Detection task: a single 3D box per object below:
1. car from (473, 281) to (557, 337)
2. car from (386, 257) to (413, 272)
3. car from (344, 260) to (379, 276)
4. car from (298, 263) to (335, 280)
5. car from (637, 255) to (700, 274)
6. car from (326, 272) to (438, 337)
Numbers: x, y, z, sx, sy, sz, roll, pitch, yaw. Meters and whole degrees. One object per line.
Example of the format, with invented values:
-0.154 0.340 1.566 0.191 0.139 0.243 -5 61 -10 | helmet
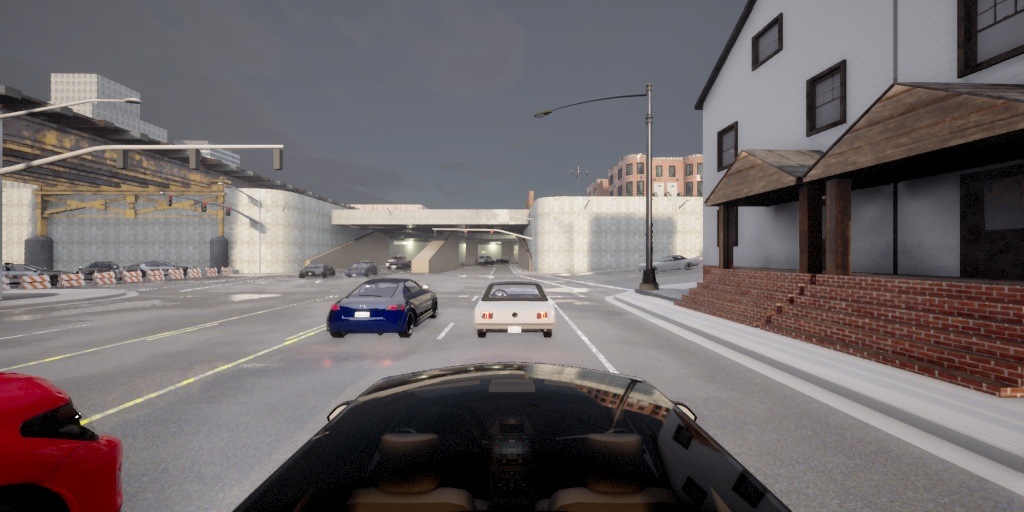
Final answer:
0.072 1.351 10.197 1.895 1.301 4.718 0 0 0 | car
-14.859 1.241 47.164 2.128 1.511 4.902 0 0 -1 | car
-14.120 1.298 34.074 2.033 1.411 5.357 0 0 -6 | car
-17.170 1.314 31.669 1.994 1.385 4.181 0 0 -12 | car
13.060 0.665 30.175 4.718 1.301 1.895 -7 0 0 | car
-3.429 1.314 10.243 1.994 1.385 4.181 0 0 0 | car
